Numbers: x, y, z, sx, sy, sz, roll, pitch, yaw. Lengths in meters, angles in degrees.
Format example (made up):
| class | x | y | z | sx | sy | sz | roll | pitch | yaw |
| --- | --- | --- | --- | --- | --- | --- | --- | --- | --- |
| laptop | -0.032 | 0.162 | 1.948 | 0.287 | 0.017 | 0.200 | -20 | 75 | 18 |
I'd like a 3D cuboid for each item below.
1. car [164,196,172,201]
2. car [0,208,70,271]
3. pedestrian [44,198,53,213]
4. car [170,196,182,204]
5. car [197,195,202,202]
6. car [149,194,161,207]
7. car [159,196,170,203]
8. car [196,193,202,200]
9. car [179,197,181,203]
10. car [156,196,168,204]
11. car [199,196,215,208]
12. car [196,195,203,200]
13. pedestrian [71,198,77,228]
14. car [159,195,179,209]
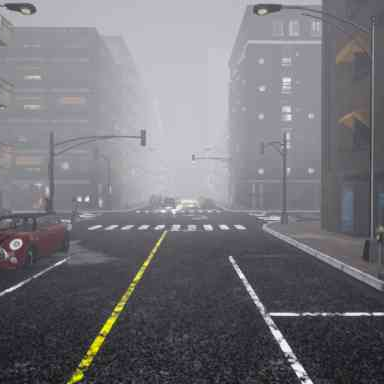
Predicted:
| class | x | y | z | sx | sy | sz | roll | pitch | yaw |
| --- | --- | --- | --- | --- | --- | --- | --- | --- | --- |
| car | -5.766 | 1.552 | 80.383 | 1.802 | 1.307 | 4.206 | -1 | 0 | 0 |
| car | -5.515 | 1.437 | 10.720 | 1.967 | 1.590 | 4.097 | -1 | 0 | 0 |
| pedestrian | -8.348 | 1.136 | 19.169 | 0.375 | 1.860 | 0.375 | -1 | 1 | 0 |
| car | -3.139 | 1.525 | 66.596 | 2.033 | 1.411 | 5.357 | 0 | 0 | 1 |
| car | 2.266 | 1.534 | 52.682 | 2.008 | 1.369 | 4.403 | -1 | 0 | 0 |
| car | -5.618 | 1.298 | 52.698 | 2.192 | 1.841 | 5.009 | -1 | 0 | 0 |
| car | -5.706 | 1.558 | 69.310 | 1.802 | 1.307 | 4.206 | -1 | 0 | 0 |
| car | 2.144 | 1.518 | 74.839 | 1.887 | 1.381 | 4.507 | -1 | 0 | 0 |
| car | -3.145 | 1.583 | 55.945 | 1.895 | 1.301 | 4.718 | 0 | 0 | 0 |
| car | -5.675 | 1.504 | 63.602 | 1.752 | 1.417 | 4.829 | -1 | 0 | 0 |
| car | 2.297 | 1.568 | 47.143 | 1.802 | 1.307 | 4.206 | -1 | 0 | 0 |
| car | 2.053 | 1.546 | 91.456 | 1.802 | 1.307 | 4.206 | -1 | 0 | 0 |
| pedestrian | -7.208 | 1.287 | 20.422 | 0.375 | 1.860 | 0.375 | -1 | 1 | 0 |
| car | -3.093 | 1.491 | 45.845 | 1.837 | 1.490 | 4.892 | 0 | 0 | 0 |
